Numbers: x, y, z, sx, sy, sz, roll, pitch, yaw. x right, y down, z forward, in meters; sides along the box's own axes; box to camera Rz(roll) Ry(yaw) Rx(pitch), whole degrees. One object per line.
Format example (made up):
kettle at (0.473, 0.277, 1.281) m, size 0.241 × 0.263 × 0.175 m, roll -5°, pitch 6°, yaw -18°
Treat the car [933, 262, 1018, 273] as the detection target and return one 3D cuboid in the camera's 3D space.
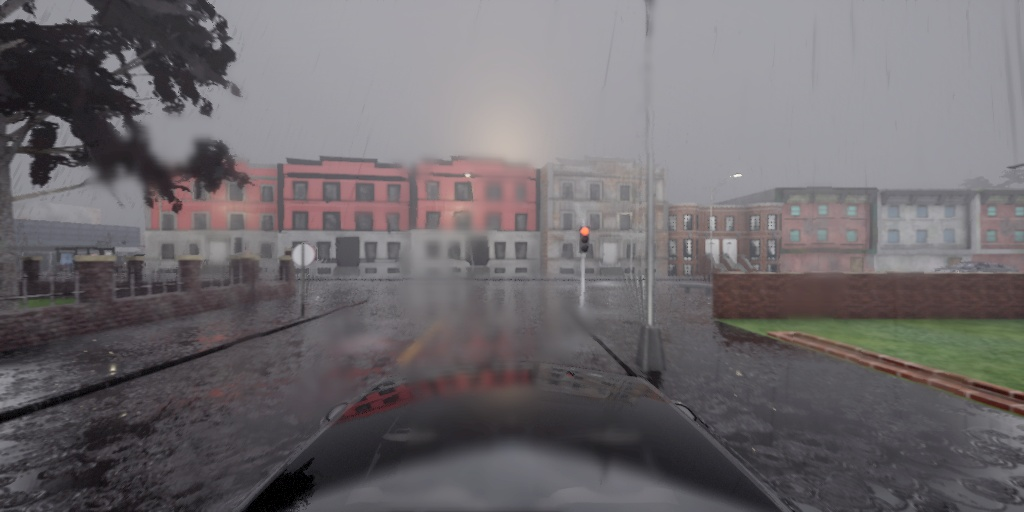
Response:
car at (34.197, 1.180, 26.567) m, size 4.902 × 1.511 × 2.128 m, roll 0°, pitch 0°, yaw 0°
